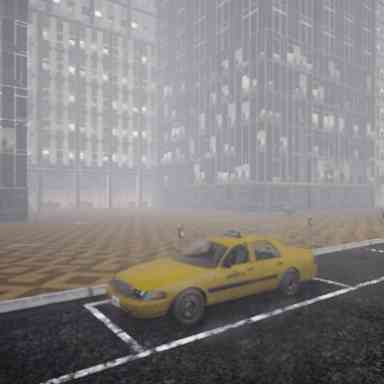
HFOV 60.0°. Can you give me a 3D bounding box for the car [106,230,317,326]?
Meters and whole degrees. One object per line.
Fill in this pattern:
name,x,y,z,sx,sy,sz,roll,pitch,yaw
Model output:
car,0.675,1.526,7.039,4.829,1.417,1.752,0,0,-35
